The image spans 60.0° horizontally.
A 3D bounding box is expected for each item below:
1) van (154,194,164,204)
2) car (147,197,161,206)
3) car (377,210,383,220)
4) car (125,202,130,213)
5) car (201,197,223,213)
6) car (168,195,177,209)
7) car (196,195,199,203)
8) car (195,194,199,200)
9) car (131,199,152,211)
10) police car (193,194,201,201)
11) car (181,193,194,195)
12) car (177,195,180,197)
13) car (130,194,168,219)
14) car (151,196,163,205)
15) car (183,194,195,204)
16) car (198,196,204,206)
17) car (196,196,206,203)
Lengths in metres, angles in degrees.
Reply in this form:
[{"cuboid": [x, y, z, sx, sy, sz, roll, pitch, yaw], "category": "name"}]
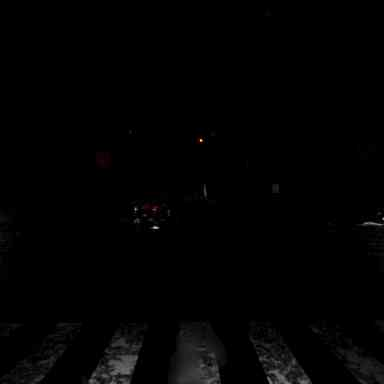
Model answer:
[{"cuboid": [-6.538, 1.360, 66.609, 1.690, 1.788, 3.998, 0, 0, -1], "category": "van"}, {"cuboid": [-6.390, 1.579, 55.784, 1.947, 1.339, 4.313, 0, 0, -1], "category": "car"}, {"cuboid": [14.725, 1.249, 20.978, 5.357, 1.411, 2.033, -1, 0, -1], "category": "car"}, {"cuboid": [-6.122, 1.556, 36.222, 2.008, 1.369, 4.403, 0, 0, -1], "category": "car"}, {"cuboid": [2.402, 1.556, 36.335, 2.008, 1.369, 4.403, 0, 0, -1], "category": "car"}, {"cuboid": [-3.590, 1.501, 45.997, 2.128, 1.511, 4.902, 0, 0, -1], "category": "car"}, {"cuboid": [2.179, 1.562, 52.667, 2.008, 1.369, 4.403, 0, 0, -1], "category": "car"}, {"cuboid": [2.043, 1.567, 62.538, 2.008, 1.369, 4.403, 0, 0, -1], "category": "car"}, {"cuboid": [-6.191, 1.557, 41.214, 2.008, 1.369, 4.403, 0, 0, -1], "category": "car"}, {"cuboid": [1.267, 1.463, 90.513, 1.930, 1.638, 5.238, 0, 0, -1], "category": "police car"}, {"cuboid": [-0.891, 1.549, 75.527, 2.128, 1.511, 4.902, 0, 0, -1], "category": "car"}, {"cuboid": [-3.772, 1.617, 61.732, 1.895, 1.301, 4.718, 0, 0, 0], "category": "car"}, {"cuboid": [-3.713, 1.355, 29.416, 2.097, 1.767, 4.553, 0, 0, 4], "category": "car"}, {"cuboid": [-6.462, 1.541, 61.027, 1.752, 1.417, 4.829, 0, 0, -1], "category": "car"}, {"cuboid": [-0.660, 1.619, 65.599, 1.895, 1.301, 4.718, 0, 0, -1], "category": "car"}, {"cuboid": [2.253, 1.553, 47.223, 1.887, 1.381, 4.507, 0, 0, -1], "category": "car"}, {"cuboid": [1.899, 1.589, 73.116, 1.947, 1.339, 4.313, 0, 0, -1], "category": "car"}]
